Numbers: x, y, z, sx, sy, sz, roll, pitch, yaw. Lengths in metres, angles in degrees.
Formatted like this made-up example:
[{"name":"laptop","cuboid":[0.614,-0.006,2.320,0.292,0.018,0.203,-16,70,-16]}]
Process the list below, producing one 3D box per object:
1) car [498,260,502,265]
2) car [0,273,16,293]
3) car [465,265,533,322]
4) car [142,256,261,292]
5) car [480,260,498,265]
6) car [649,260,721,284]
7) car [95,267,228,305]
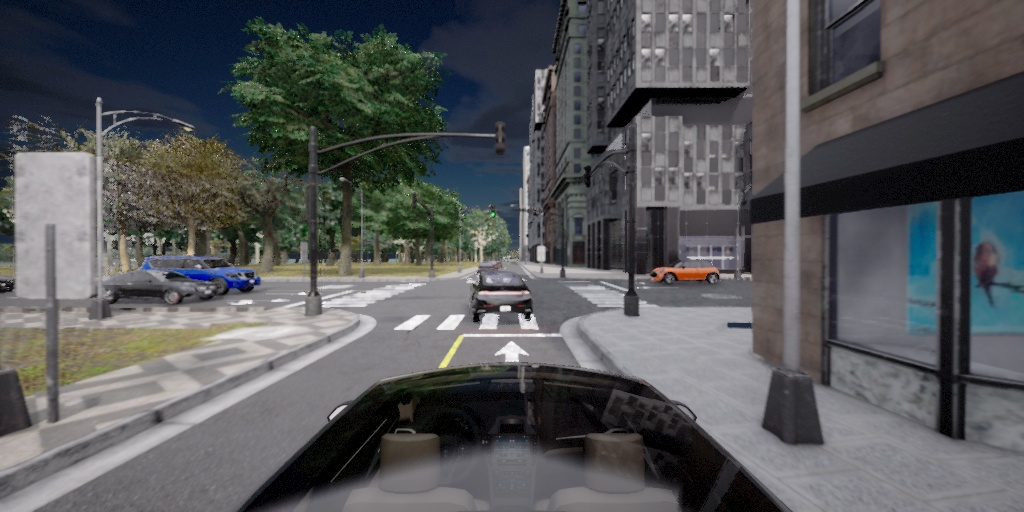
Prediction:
[{"name":"car","cuboid":[-2.794,1.392,50.128,1.812,1.442,4.674,0,0,1]},{"name":"car","cuboid":[-29.843,1.324,19.338,4.892,1.490,1.837,0,0,0]},{"name":"car","cuboid":[-0.538,1.257,12.469,2.128,1.511,4.902,0,0,-8]},{"name":"car","cuboid":[-16.775,1.027,19.348,5.566,2.045,2.150,0,0,0]},{"name":"car","cuboid":[-2.854,1.383,40.080,2.033,1.411,5.357,0,0,-3]},{"name":"car","cuboid":[12.460,1.091,26.065,4.553,1.767,2.097,0,0,1]},{"name":"car","cuboid":[-15.895,1.353,16.072,4.674,1.442,1.812,0,0,1]}]
